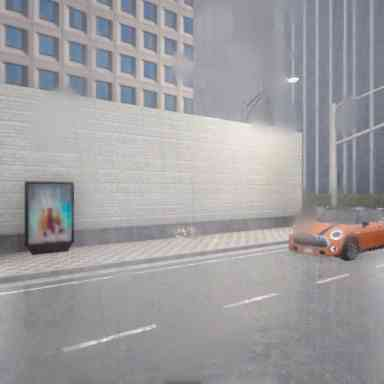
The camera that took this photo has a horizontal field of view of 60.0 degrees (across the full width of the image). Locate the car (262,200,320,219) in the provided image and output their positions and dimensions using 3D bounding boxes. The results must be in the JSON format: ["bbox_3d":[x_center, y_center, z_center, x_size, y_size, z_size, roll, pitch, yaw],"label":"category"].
[{"bbox_3d":[9.037,1.533,30.751,1.882,1.535,5.008,0,0,-36],"label":"car"}]

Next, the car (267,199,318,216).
[{"bbox_3d":[10.417,1.547,34.837,2.128,1.511,4.902,0,0,-36],"label":"car"}]

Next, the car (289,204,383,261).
[{"bbox_3d":[5.676,1.352,12.337,4.553,1.767,2.097,0,0,-36],"label":"car"}]
